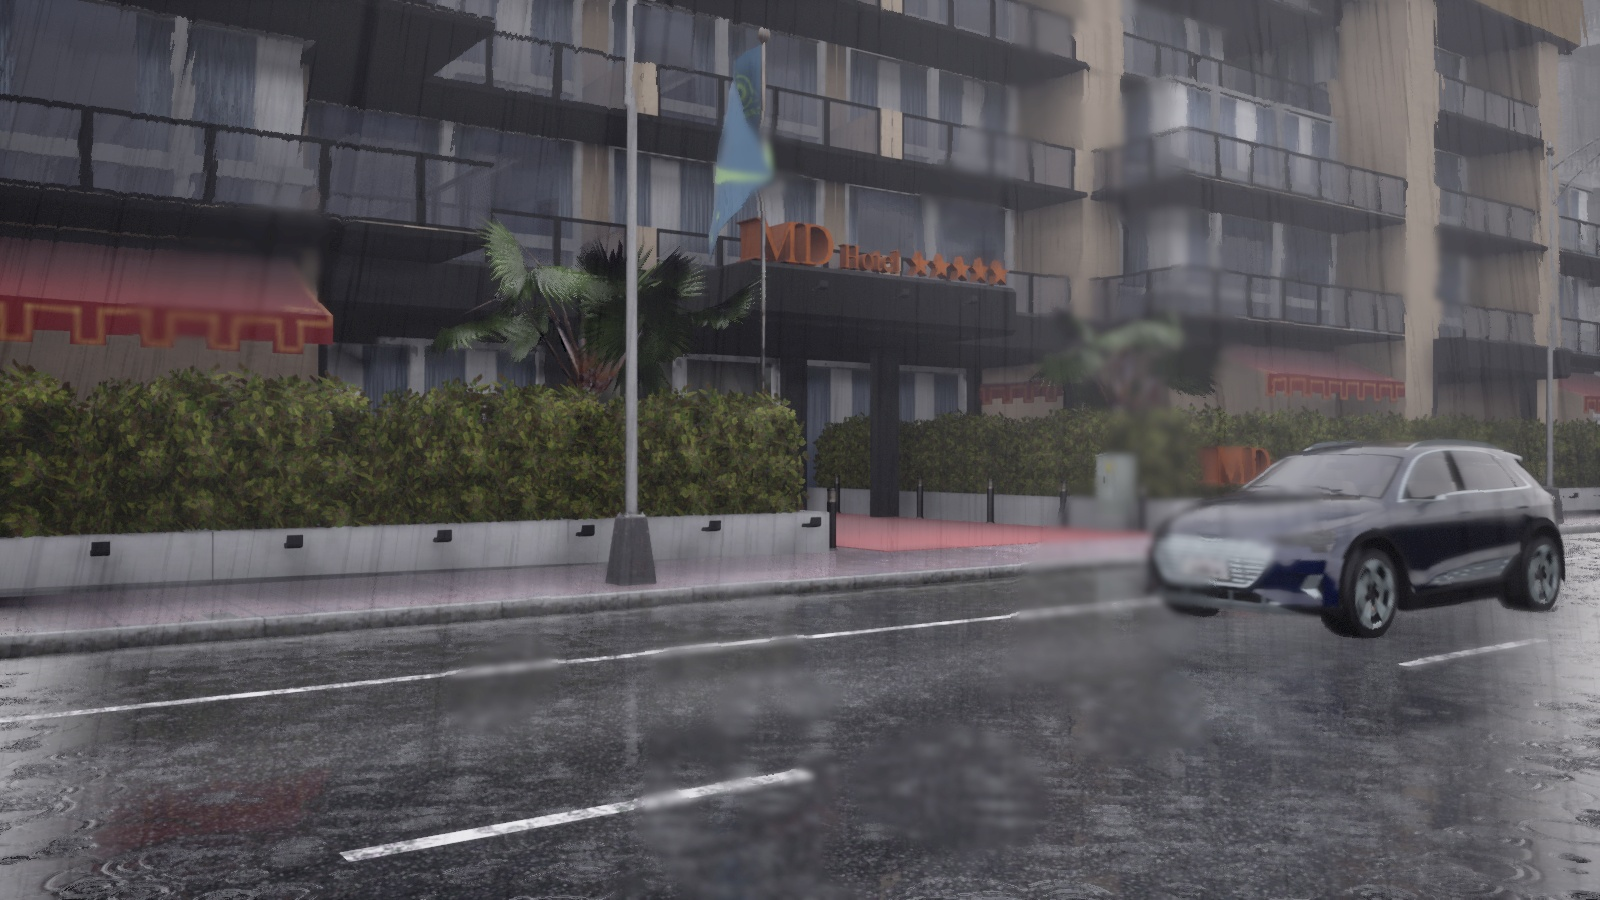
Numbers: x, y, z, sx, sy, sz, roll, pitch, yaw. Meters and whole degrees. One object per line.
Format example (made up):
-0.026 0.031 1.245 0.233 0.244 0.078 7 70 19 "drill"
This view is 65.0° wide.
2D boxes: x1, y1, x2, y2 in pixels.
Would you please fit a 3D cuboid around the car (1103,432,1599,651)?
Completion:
5.254 0.692 11.713 4.856 1.649 2.033 0 0 -35 "car"
